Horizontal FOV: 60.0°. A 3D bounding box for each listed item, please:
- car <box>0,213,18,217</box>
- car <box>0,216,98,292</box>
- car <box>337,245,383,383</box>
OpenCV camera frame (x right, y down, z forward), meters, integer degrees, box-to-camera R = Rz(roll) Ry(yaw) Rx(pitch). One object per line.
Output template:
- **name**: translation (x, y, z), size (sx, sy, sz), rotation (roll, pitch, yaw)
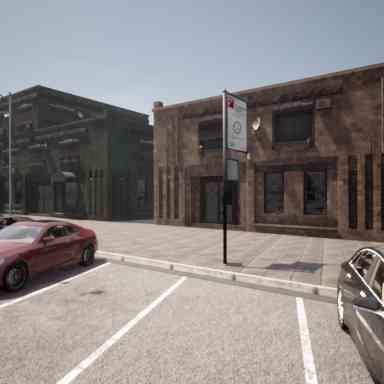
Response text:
- **car**: translation (-6.809, 1.518, 10.888), size (2.163, 1.488, 4.792), rotation (1, -1, 16)
- **car**: translation (-4.356, 1.527, 9.176), size (2.002, 1.452, 4.674), rotation (1, -1, 15)
- **car**: translation (2.984, 1.487, 3.967), size (2.231, 1.521, 4.892), rotation (1, -1, 15)
